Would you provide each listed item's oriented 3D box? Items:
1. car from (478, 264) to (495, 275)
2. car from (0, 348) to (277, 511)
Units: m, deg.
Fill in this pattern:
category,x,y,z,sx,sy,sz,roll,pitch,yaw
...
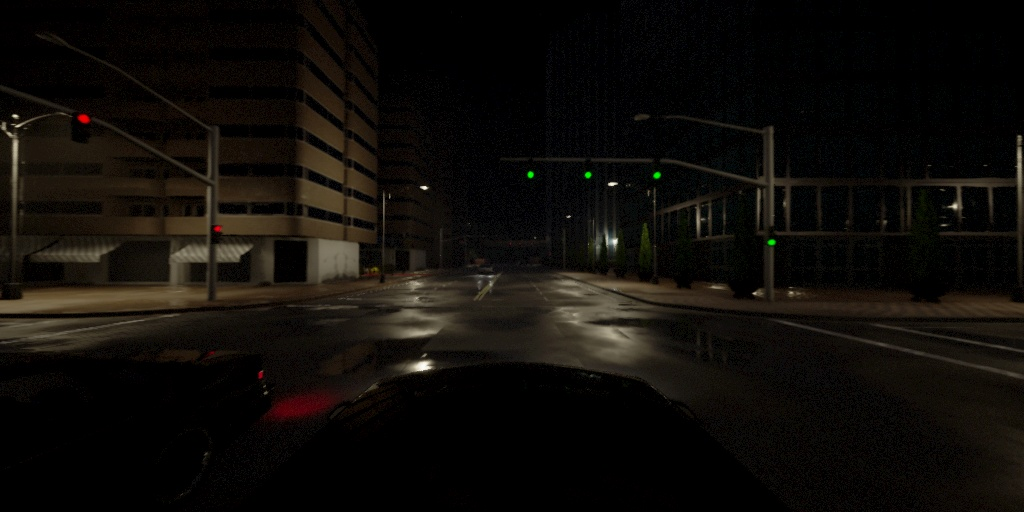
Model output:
category,x,y,z,sx,sy,sz,roll,pitch,yaw
car,-3.502,1.767,48.574,1.812,1.442,4.674,0,0,0
car,-3.505,1.310,1.544,2.033,1.411,5.357,0,0,0
